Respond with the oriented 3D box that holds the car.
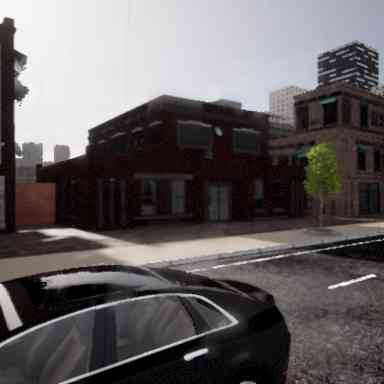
[{"bbox_3d":[-1.216,1.507,2.803,4.892,1.490,1.837,0,0,-35],"label":"car"}]
